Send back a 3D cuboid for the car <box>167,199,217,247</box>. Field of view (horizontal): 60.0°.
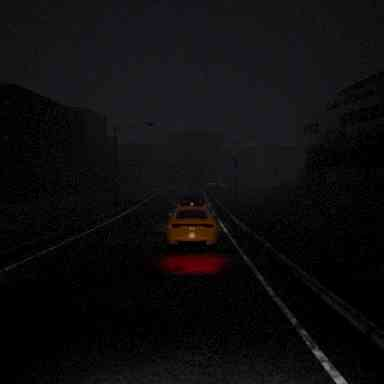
[{"bbox_3d":[0.000,1.317,14.121,1.882,1.535,5.008,0,1,0],"label":"car"}]

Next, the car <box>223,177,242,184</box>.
[{"bbox_3d":[9.213,-2.539,75.463,4.892,1.490,1.837,-2,5,-30],"label":"car"}]

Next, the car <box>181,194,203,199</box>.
[{"bbox_3d":[0.000,0.832,29.114,1.994,1.385,4.181,0,3,0],"label":"car"}]
